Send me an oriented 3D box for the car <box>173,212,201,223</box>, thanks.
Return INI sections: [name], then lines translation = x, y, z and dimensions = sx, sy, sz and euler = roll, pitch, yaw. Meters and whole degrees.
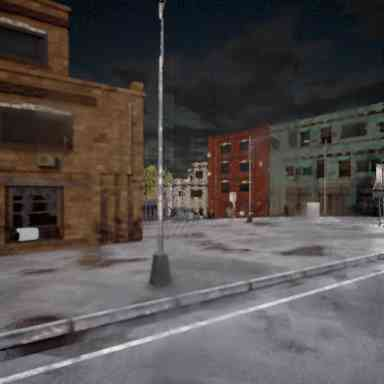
[car]
translation = -0.735, 3.250, 42.479
dimensions = 1.994, 1.385, 4.181
euler = 0, -5, -36
